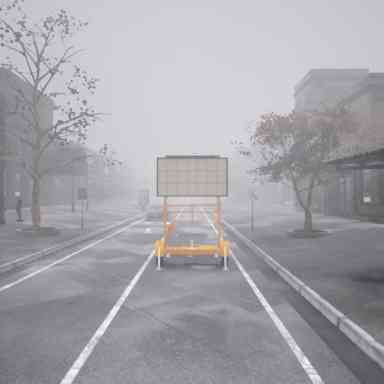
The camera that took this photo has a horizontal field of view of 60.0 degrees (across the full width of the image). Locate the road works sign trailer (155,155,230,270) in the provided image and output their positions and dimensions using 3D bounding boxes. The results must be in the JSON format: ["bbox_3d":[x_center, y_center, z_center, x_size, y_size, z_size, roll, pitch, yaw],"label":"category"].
[{"bbox_3d":[0.008,0.560,11.359,2.380,3.560,2.880,0,-1,0],"label":"road works sign trailer"}]

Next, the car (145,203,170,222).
[{"bbox_3d":[-2.980,1.790,29.799,1.837,1.490,4.892,0,-1,0],"label":"car"}]
